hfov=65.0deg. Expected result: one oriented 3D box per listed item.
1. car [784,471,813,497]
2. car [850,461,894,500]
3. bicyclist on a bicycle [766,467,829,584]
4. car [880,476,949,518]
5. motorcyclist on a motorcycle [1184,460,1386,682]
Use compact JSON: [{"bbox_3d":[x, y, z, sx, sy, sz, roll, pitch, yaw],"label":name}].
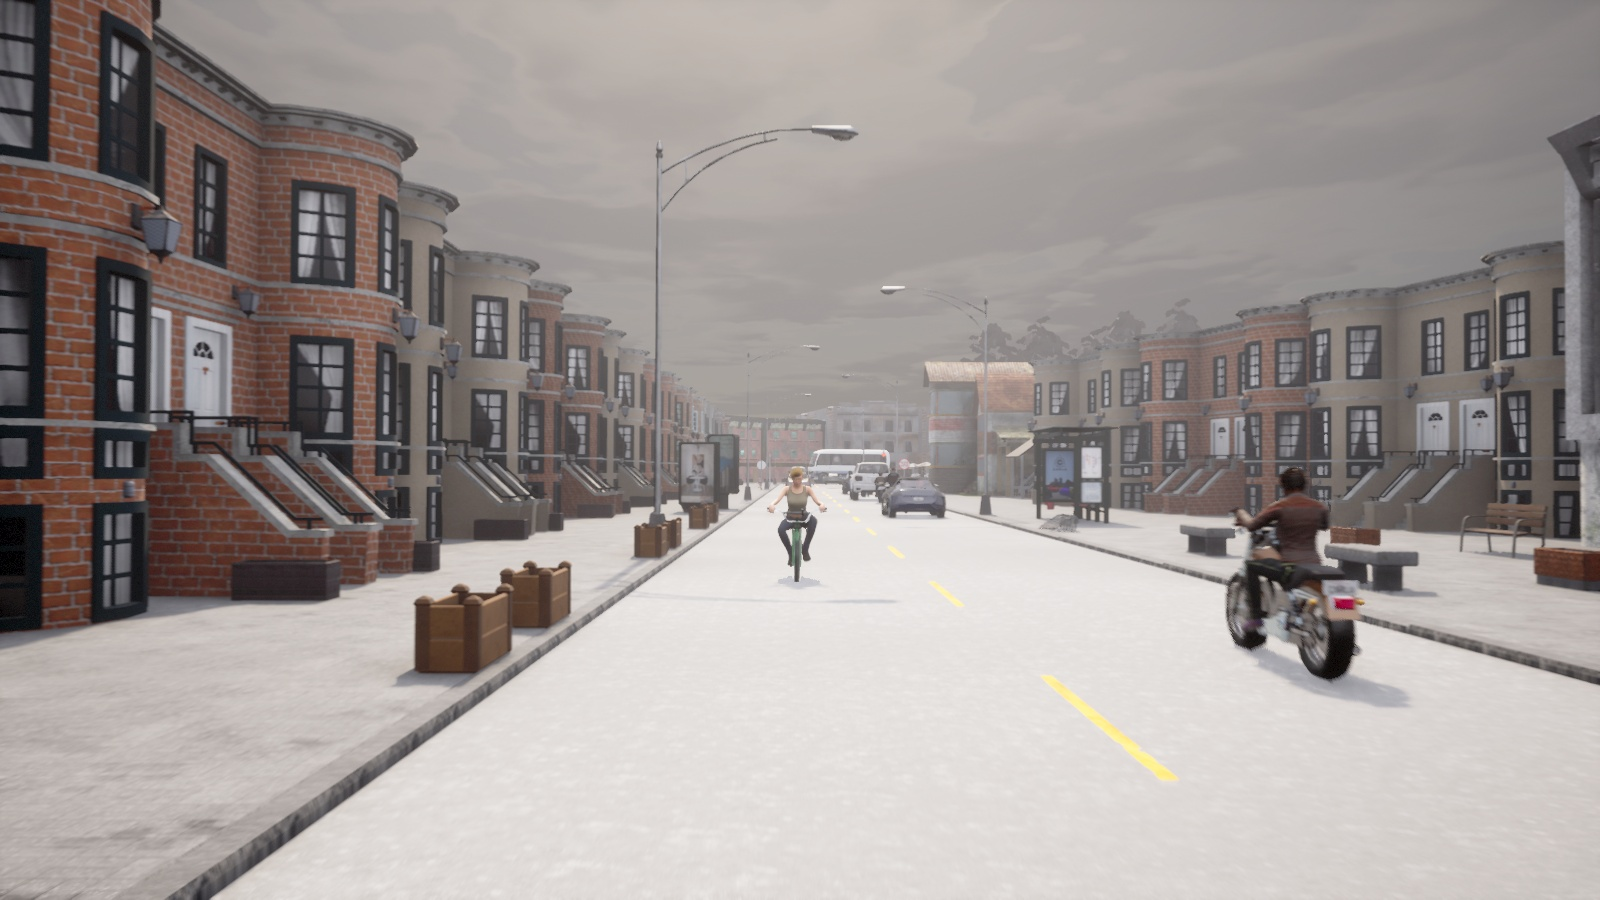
[{"bbox_3d":[-0.090,2.103,78.240,1.789,1.549,3.705,0,-1,0],"label":"car"},{"bbox_3d":[3.916,1.676,69.192,2.150,2.045,5.566,0,-1,0],"label":"car"},{"bbox_3d":[-0.034,1.054,18.065,0.866,1.612,1.509,0,-1,0],"label":"bicyclist on a bicycle"},{"bbox_3d":[3.940,1.597,43.838,1.994,1.385,4.181,0,-1,0],"label":"car"},{"bbox_3d":[3.972,0.925,10.529,0.766,1.649,2.350,0,-1,0],"label":"motorcyclist on a motorcycle"}]
